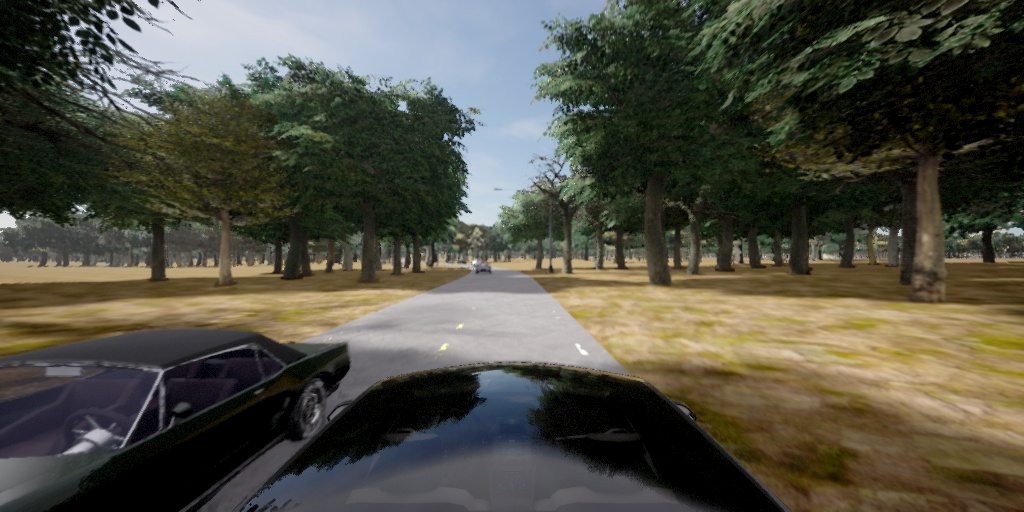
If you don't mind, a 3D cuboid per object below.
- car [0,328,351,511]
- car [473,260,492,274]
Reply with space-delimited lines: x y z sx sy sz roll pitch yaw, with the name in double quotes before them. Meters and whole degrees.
"car" -3.101 1.350 2.610 1.895 1.301 4.718 0 0 0
"car" -3.565 1.575 45.284 1.994 1.385 4.181 0 -1 -3
